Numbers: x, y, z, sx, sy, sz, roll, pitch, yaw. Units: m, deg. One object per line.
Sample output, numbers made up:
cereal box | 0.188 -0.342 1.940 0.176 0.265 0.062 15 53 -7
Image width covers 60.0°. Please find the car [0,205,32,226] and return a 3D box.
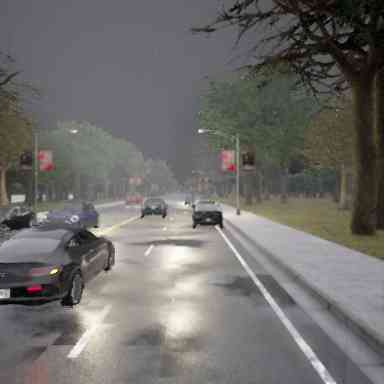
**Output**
car | -9.868 1.468 17.380 2.128 1.511 4.902 0 0 0

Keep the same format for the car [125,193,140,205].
car | -10.073 1.235 57.565 2.150 2.045 5.566 0 0 0

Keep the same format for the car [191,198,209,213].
car | 0.871 1.462 37.639 1.882 1.535 5.008 0 0 0

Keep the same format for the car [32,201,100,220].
car | -6.619 1.327 18.420 2.097 1.767 4.553 0 0 0

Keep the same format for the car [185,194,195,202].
car | -0.446 1.295 73.261 2.097 1.767 4.553 0 0 -1

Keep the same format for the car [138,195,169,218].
car | -3.213 1.328 29.679 2.097 1.767 4.553 0 0 0

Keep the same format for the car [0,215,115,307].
car | -3.152 1.511 7.809 1.812 1.442 4.674 0 0 0

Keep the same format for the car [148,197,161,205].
car | -6.842 1.622 60.686 1.895 1.301 4.718 0 0 0

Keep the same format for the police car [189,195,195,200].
police car | 0.904 1.404 31.742 1.930 1.638 5.238 0 0 0

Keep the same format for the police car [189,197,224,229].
police car | 0.947 1.400 21.729 1.930 1.638 5.238 0 0 0

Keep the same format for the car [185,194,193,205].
car | -0.264 1.578 57.325 1.994 1.385 4.181 0 0 -1
